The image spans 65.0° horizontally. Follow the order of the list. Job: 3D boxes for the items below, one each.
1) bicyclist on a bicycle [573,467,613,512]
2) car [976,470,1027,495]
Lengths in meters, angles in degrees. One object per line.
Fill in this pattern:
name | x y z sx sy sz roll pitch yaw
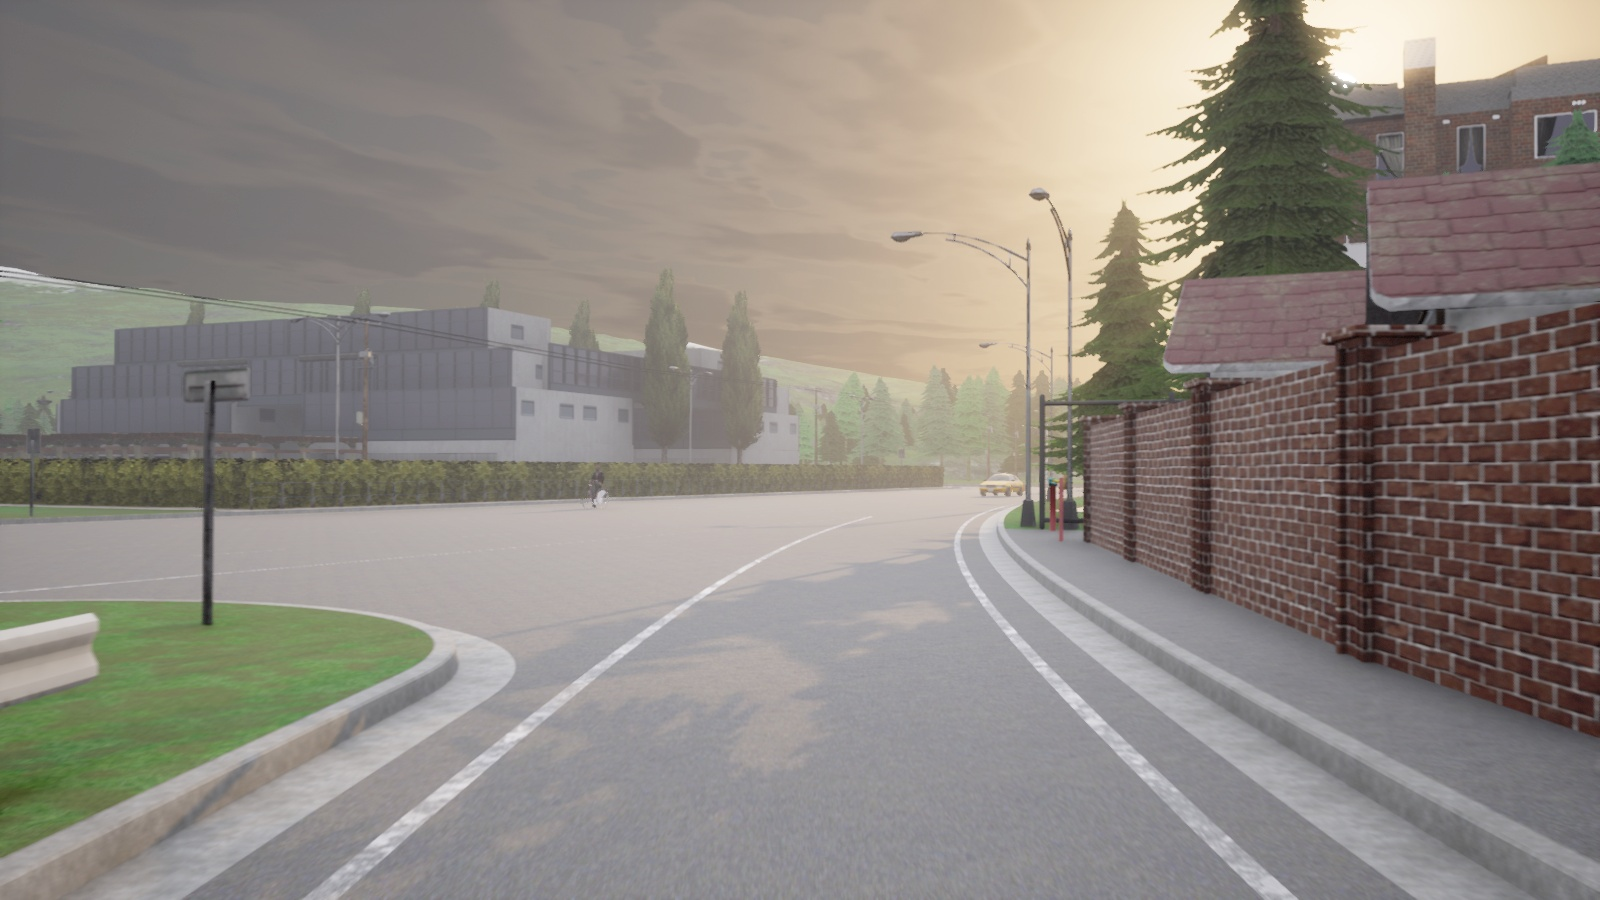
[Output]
bicyclist on a bicycle | -8.180 1.551 49.763 0.659 1.776 1.843 -1 -1 24
car | 12.803 2.034 79.503 1.801 1.575 5.366 -1 -1 24
